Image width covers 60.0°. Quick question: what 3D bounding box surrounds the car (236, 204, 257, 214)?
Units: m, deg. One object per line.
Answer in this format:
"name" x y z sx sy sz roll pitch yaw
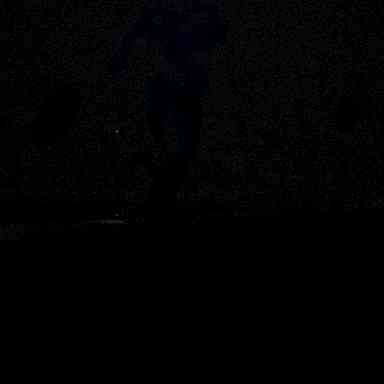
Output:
"car" 7.939 2.384 47.755 1.994 1.385 4.181 2 -1 36

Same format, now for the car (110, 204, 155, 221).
"car" -5.115 1.777 29.358 1.994 1.385 4.181 2 0 35
